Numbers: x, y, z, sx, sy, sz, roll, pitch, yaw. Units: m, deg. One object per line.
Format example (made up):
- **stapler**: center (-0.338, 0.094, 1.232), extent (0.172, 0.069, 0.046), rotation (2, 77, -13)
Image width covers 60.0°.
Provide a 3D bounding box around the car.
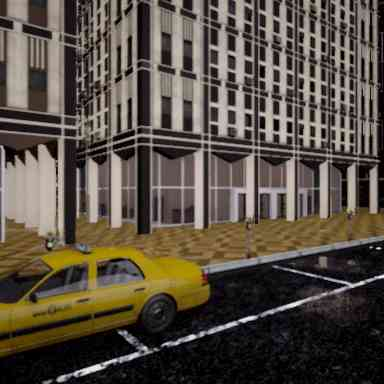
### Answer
- **car**: center (-1.948, 1.517, 5.164), extent (4.829, 1.417, 1.752), rotation (0, 1, -35)
